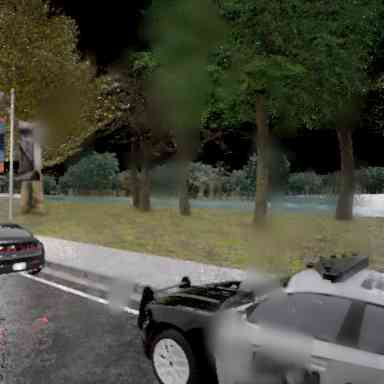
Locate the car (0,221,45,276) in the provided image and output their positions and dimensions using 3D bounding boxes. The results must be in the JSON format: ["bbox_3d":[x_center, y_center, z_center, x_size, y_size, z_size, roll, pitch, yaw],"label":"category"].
[{"bbox_3d":[-6.179,1.614,9.839,4.892,1.490,1.837,0,-1,39],"label":"car"}]

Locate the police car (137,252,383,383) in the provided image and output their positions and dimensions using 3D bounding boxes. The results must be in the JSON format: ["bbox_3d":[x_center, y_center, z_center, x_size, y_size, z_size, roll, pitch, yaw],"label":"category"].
[{"bbox_3d":[1.498,1.522,3.602,5.238,1.638,1.930,0,-1,39],"label":"police car"}]
